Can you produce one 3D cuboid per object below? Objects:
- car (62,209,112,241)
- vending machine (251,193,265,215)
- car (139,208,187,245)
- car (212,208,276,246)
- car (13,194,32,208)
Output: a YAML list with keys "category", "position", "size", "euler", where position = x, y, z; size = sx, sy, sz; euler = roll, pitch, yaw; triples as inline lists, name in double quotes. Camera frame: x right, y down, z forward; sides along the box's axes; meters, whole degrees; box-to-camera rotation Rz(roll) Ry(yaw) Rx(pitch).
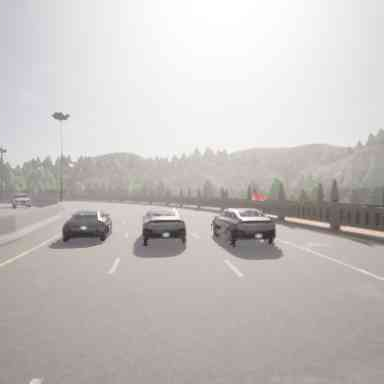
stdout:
- category: "car"
  position: [-5.141, 1.562, 16.747]
  size: [1.994, 1.385, 4.181]
  euler: [0, 0, -9]
- category: "vending machine"
  position: [6.441, 1.134, 32.450]
  size: [1.100, 2.100, 0.880]
  euler: [0, 0, -17]
- category: "car"
  position: [-1.404, 1.478, 15.556]
  size: [2.128, 1.511, 4.902]
  euler: [0, 0, -9]
- category: "car"
  position: [2.195, 1.466, 15.143]
  size: [2.128, 1.511, 4.902]
  euler: [0, 0, -9]
- category: "car"
  position: [-24.435, 1.251, 47.862]
  size: [2.150, 2.045, 5.566]
  euler: [0, 0, -31]
